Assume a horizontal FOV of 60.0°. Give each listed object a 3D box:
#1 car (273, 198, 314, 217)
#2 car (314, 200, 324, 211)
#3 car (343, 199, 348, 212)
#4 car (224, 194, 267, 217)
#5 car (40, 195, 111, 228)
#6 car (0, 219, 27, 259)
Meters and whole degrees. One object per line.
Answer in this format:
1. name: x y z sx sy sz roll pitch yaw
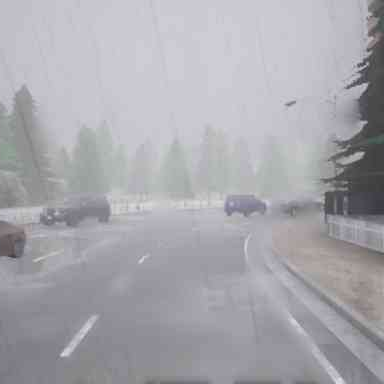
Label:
1. car: 9.493 1.518 31.688 1.837 1.490 4.892 0 0 41
2. car: 13.930 1.509 40.057 4.902 1.511 2.128 0 0 -35
3. car: 18.097 1.510 38.560 4.902 1.511 2.128 0 0 -31
4. car: 5.172 1.233 31.998 2.150 2.045 5.566 0 0 37
5. car: -7.815 1.228 22.989 2.150 2.045 5.566 0 0 20
6. car: -6.789 1.528 9.949 1.812 1.442 4.674 0 1 3
